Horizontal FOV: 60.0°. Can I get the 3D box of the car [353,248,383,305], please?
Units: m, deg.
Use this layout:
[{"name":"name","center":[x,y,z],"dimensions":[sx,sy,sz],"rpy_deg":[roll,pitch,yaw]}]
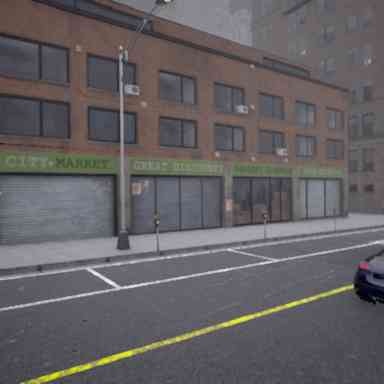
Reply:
[{"name":"car","center":[5.261,1.562,6.971],"dimensions":[4.181,1.385,1.994],"rpy_deg":[0,0,-35]}]
